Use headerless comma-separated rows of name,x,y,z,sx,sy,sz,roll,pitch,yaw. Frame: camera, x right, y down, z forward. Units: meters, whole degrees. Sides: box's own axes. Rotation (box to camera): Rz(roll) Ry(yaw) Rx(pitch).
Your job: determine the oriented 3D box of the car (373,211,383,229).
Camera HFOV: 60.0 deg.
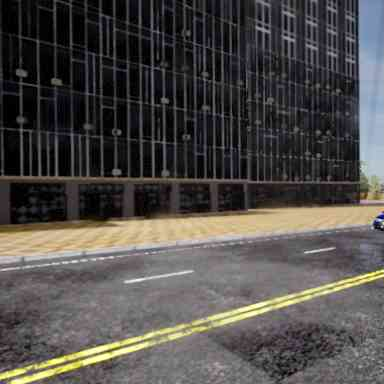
car,13.464,1.651,21.270,4.674,1.442,1.812,0,0,-35
